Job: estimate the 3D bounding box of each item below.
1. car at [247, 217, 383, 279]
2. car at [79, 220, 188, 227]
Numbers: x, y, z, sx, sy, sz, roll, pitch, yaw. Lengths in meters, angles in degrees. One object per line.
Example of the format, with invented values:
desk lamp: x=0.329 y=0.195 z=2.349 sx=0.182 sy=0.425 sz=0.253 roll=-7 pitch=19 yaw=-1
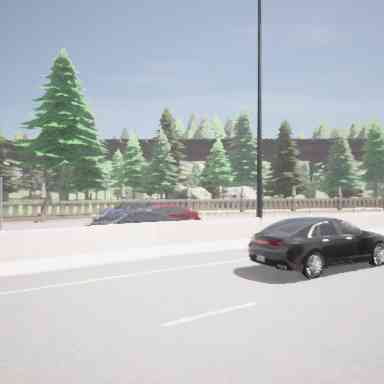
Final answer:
car: x=3.915 y=1.510 z=10.029 sx=4.892 sy=1.490 sz=1.837 roll=0 pitch=0 yaw=-30
car: x=-2.666 y=1.529 z=14.498 sx=4.674 sy=1.442 sz=1.812 roll=0 pitch=0 yaw=-31
